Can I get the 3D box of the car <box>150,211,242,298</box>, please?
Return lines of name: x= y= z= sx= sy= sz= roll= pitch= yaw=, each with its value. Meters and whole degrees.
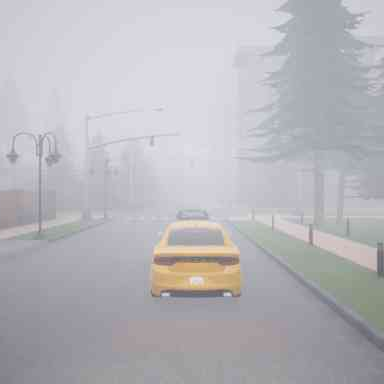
car: x=0.082 y=1.478 z=8.596 sx=1.882 sy=1.535 sz=5.008 roll=0 pitch=0 yaw=0
